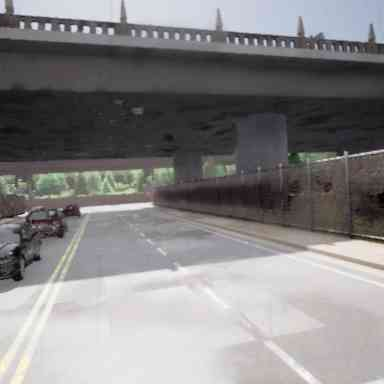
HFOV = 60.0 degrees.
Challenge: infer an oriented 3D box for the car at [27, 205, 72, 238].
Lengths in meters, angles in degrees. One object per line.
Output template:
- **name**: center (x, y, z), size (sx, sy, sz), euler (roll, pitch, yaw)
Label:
- **car**: center (-8.876, 1.834, 20.327), size (2.097, 1.767, 4.553), euler (-3, 0, -16)

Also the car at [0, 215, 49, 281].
- **car**: center (-6.187, 1.835, 10.844), size (1.882, 1.535, 5.008), euler (-3, 0, -16)

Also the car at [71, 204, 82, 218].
- **car**: center (-14.109, 2.203, 39.134), size (1.882, 1.535, 5.008), euler (-3, 0, -15)

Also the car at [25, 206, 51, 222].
- **car**: center (-17.336, 2.431, 37.693), size (1.837, 1.490, 4.892), euler (-3, 0, -15)
